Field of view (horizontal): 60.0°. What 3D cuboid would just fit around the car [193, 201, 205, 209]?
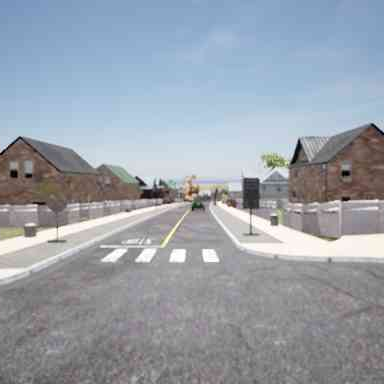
[{"bbox_3d":[1.330,2.294,60.903,2.033,1.411,5.357,0,-1,3],"label":"car"}]

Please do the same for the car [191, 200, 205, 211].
[{"bbox_3d":[0.947,1.949,50.873,2.097,1.767,4.553,0,-1,2],"label":"car"}]
